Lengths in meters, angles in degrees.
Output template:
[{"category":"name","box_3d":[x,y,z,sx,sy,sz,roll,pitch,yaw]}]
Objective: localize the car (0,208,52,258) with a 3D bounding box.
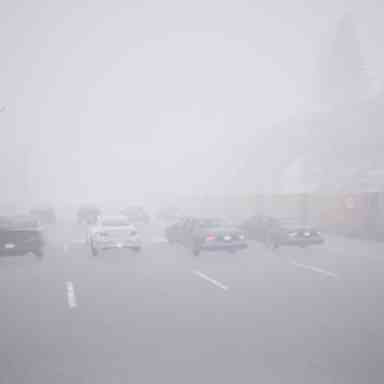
[{"category":"car","box_3d":[-6.772,1.612,13.106,1.882,1.535,5.008,0,0,-21]}]

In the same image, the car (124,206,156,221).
[{"category":"car","box_3d":[-4.885,1.840,27.864,2.033,1.411,5.357,0,-1,-20]}]

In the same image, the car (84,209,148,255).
[{"category":"car","box_3d":[-3.393,1.673,14.061,1.812,1.442,4.674,0,0,-21]}]

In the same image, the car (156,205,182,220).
[{"category":"car","box_3d":[-1.971,1.883,30.103,1.994,1.385,4.181,0,-1,-20]}]

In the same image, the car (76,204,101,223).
[{"category":"car","box_3d":[-8.755,1.770,28.278,1.882,1.535,5.008,0,0,-20]}]

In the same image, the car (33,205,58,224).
[{"category":"car","box_3d":[-12.028,1.754,27.040,1.882,1.535,5.008,0,0,-20]}]

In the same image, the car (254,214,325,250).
[{"category":"car","box_3d":[3.596,1.715,15.343,2.033,1.411,5.357,0,-1,-21]}]

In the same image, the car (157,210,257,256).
[{"category":"car","box_3d":[0.341,1.698,14.059,2.033,1.411,5.357,0,-1,-21]}]
